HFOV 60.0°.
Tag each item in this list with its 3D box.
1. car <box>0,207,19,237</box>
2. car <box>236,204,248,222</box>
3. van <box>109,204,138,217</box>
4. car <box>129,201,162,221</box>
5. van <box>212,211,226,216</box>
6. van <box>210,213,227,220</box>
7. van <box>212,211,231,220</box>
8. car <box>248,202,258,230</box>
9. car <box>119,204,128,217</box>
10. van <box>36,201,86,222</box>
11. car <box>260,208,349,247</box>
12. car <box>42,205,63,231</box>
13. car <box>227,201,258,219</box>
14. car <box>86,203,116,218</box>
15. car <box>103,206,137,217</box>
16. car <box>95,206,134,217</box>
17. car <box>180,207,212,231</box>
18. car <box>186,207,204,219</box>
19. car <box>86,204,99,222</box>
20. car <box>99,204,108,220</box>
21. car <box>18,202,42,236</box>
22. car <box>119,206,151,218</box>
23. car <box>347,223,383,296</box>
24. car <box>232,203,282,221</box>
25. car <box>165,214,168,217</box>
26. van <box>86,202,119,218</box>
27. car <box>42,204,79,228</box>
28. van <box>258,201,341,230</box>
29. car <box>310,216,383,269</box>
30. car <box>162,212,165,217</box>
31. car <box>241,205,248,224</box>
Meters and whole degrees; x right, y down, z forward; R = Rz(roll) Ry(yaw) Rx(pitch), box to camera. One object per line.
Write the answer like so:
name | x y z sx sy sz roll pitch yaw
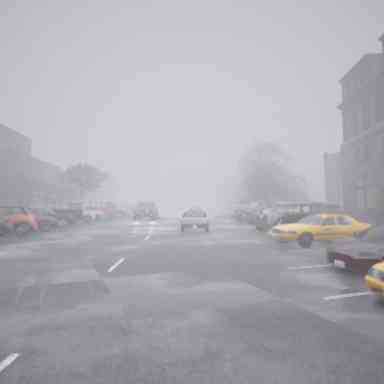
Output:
car | -11.367 1.701 16.050 4.892 1.521 2.231 0 -1 -20
car | 6.549 2.036 28.116 4.792 1.488 2.163 1 -2 -19
van | -11.095 3.020 54.082 4.442 1.987 1.878 1 -4 -19
car | -4.876 1.962 35.618 2.150 2.045 5.566 0 -2 1
van | 7.287 5.786 82.764 4.442 1.987 1.878 3 -6 -19
van | 7.545 6.972 94.478 4.442 1.987 1.878 3 -6 -19
van | 7.570 6.092 85.776 4.442 1.987 1.878 3 -6 -19
car | 6.447 1.726 22.117 4.553 1.767 2.185 1 -2 -19
car | -11.155 2.504 42.429 5.008 1.535 2.097 0 -3 -19
van | -11.407 1.755 27.747 4.442 1.987 1.878 0 -1 -20
car | 6.269 1.717 16.069 5.366 1.575 1.946 1 -1 -20
car | -11.312 1.858 21.930 4.792 1.488 2.163 0 -2 -20
car | 6.529 1.840 31.087 5.566 2.045 2.435 1 -2 -19
car | -11.186 2.283 36.584 4.792 1.488 2.163 0 -2 -19
car | -11.035 3.033 51.189 4.892 1.521 2.231 0 -4 -19
car | -11.244 2.831 48.205 5.366 1.575 1.946 0 -4 -19
car | 0.194 1.995 23.687 1.895 1.301 4.718 0 -1 0
car | 0.362 2.520 41.351 2.033 1.411 5.357 0 -3 1
car | -11.274 2.105 30.714 4.674 1.452 2.002 0 -2 -19
car | -11.247 2.195 33.651 4.674 1.452 2.002 0 -2 -19
car | -11.327 1.634 18.991 4.553 1.767 2.185 0 -1 -20
car | -10.814 3.765 62.893 5.566 2.045 2.435 1 -6 -19
car | 6.235 1.570 7.097 5.366 1.575 1.946 1 -1 -20
car | 6.608 2.059 34.101 4.553 1.767 2.185 1 -2 -19
car | -10.250 6.690 92.056 5.566 2.045 2.435 1 -6 -19
van | -11.295 2.144 39.473 4.442 1.987 1.878 0 -2 -19
car | -11.325 1.900 24.847 5.008 1.535 2.097 0 -2 -20
van | 6.352 1.555 19.089 4.442 1.987 1.878 1 -1 -20
car | 6.389 1.650 10.138 4.792 1.488 2.163 1 -1 -20
car | -10.341 6.351 86.206 4.892 1.521 2.231 1 -6 -19
car | 6.493 1.965 25.112 4.674 1.452 2.002 1 -2 -19
